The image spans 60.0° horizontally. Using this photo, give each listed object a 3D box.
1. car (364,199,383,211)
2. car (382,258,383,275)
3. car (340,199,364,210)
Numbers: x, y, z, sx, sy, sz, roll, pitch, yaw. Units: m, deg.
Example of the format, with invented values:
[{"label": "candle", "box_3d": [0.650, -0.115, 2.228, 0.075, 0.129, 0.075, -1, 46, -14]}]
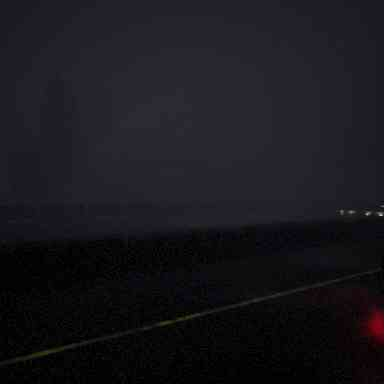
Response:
[{"label": "car", "box_3d": [24.185, 1.627, 41.721, 5.008, 1.535, 1.882, 1, 0, -34]}, {"label": "car", "box_3d": [6.560, 1.565, 8.278, 4.674, 1.442, 1.812, 0, 0, -34]}, {"label": "car", "box_3d": [22.060, 1.679, 44.509, 5.357, 1.411, 2.033, 0, 0, -34]}]
